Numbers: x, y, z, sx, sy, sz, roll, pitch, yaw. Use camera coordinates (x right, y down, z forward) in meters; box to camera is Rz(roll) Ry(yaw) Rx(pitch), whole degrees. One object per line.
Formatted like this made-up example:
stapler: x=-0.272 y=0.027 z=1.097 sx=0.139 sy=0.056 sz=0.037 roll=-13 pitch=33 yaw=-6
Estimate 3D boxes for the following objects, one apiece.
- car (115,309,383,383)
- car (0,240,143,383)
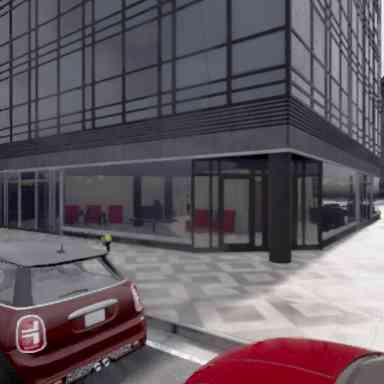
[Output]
car: x=1.898 y=1.547 z=1.615 sx=4.507 sy=1.381 sz=1.887 roll=0 pitch=0 yaw=35
car: x=-2.669 y=1.428 z=4.857 sx=4.097 sy=1.590 sz=1.967 roll=0 pitch=0 yaw=35
